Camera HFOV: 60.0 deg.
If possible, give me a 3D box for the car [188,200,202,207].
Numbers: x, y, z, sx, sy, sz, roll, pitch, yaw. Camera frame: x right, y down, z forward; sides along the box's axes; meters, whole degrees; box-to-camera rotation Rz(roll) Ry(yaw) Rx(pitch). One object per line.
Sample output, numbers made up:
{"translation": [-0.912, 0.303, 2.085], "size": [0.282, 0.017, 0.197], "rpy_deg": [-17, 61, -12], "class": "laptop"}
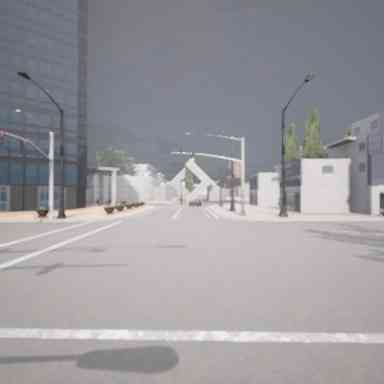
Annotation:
{"translation": [0.697, 2.139, 64.362], "size": [1.895, 1.301, 4.718], "rpy_deg": [0, 0, 12], "class": "car"}
